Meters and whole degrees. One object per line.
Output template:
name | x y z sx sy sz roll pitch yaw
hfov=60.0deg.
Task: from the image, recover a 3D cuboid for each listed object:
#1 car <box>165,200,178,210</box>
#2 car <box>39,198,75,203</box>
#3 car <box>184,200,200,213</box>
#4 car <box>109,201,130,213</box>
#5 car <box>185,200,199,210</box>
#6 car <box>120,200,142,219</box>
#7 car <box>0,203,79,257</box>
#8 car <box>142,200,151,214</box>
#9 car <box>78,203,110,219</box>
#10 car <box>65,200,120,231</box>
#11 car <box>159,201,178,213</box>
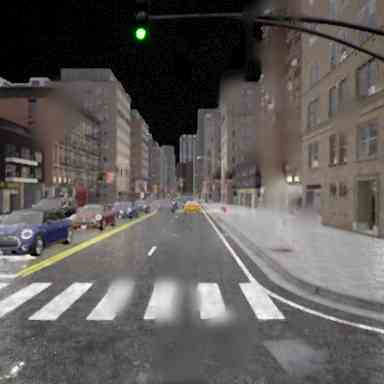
car | -3.254 2.126 54.541 1.812 1.442 4.674 0 -1 0
car | -9.836 1.460 23.791 2.150 2.045 5.566 0 -1 0
car | -0.002 1.965 44.123 1.882 1.535 5.008 0 -1 0
car | -9.795 2.005 45.422 1.812 1.442 4.674 0 0 1
car | -0.003 2.100 54.541 2.128 1.511 4.902 0 -1 0
car | -6.590 1.694 32.699 2.097 1.767 4.553 0 -1 0
car | -6.593 1.496 13.601 2.097 1.767 4.553 0 -1 0
car | -6.565 1.807 42.682 2.097 1.767 4.553 0 -1 0
car | -9.847 1.873 33.863 1.812 1.442 4.674 0 -1 0
car | -6.592 1.585 22.535 2.097 1.767 4.553 0 -1 0
car | -3.252 2.048 44.505 1.994 1.385 4.181 0 -1 0
